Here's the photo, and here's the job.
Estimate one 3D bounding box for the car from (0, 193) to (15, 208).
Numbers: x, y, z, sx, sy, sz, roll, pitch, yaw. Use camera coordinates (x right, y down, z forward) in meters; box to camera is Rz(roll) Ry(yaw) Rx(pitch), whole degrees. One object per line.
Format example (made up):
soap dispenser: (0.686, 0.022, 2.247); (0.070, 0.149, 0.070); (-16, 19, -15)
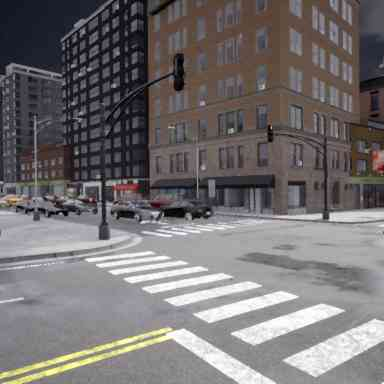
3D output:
car: (-23.810, 1.248, 40.902); (1.752, 1.417, 4.829); (0, 1, -44)

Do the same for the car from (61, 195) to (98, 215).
car: (-10.622, 1.336, 31.263); (1.812, 1.442, 4.674); (-1, 1, -44)

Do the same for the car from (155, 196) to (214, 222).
car: (-0.578, 1.327, 25.456); (5.008, 1.535, 1.882); (1, 2, 45)

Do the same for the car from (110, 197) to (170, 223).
car: (-4.207, 1.372, 24.657); (2.128, 1.511, 4.902); (-1, 1, -44)

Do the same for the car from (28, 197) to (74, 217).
car: (-12.422, 1.417, 29.173); (1.947, 1.339, 4.313); (0, 1, -44)

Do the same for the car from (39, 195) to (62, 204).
car: (-21.656, 1.136, 50.922); (1.802, 1.307, 4.206); (0, 1, -44)

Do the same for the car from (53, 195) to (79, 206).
car: (-17.820, 1.181, 46.970); (1.802, 1.307, 4.206); (0, 1, -44)

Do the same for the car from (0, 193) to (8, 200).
car: (-40.838, 0.885, 70.680); (1.947, 1.339, 4.313); (0, 1, -44)

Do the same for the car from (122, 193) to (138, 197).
car: (-6.309, 1.044, 35.113); (2.192, 1.841, 5.009); (0, 1, -44)

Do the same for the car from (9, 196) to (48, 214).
car: (-16.258, 1.375, 33.124); (1.947, 1.339, 4.313); (0, 1, -44)

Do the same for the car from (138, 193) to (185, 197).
car: (-2.473, 1.086, 31.161); (2.192, 1.841, 5.009); (0, 1, -44)

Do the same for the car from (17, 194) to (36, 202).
car: (-29.328, 1.044, 58.825); (1.802, 1.307, 4.206); (0, 1, -44)

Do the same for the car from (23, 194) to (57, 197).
car: (-17.548, 1.258, 38.411); (1.812, 1.442, 4.674); (-1, 1, -44)
